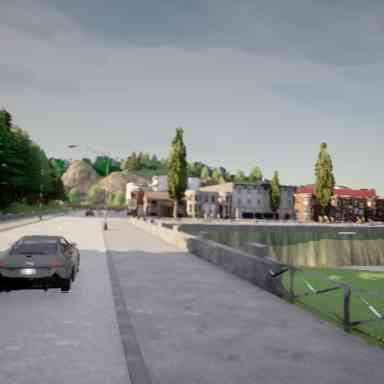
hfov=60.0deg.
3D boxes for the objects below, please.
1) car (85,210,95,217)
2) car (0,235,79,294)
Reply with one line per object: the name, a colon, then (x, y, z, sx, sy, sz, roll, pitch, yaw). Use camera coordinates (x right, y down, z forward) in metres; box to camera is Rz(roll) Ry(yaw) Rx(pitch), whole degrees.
car: (-22.845, 4.704, 74.348, 1.837, 1.490, 4.892, 3, -3, -16)
car: (-4.499, 1.977, 9.965, 1.994, 1.385, 4.181, 3, -3, -16)
